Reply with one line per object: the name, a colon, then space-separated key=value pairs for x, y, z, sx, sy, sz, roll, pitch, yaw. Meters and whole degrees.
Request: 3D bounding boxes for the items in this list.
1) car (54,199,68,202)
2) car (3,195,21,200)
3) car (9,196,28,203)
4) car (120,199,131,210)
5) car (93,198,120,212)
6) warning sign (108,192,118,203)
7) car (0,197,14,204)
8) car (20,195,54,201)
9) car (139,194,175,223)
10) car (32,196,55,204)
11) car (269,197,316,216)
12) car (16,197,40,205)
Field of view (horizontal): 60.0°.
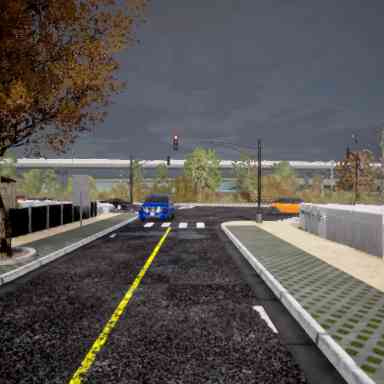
car: x=-21.014 y=1.808 z=53.445 sx=4.718 sy=1.301 sz=1.895 roll=-1 pitch=2 yaw=36
car: x=-32.137 y=1.528 z=61.605 sx=5.566 sy=2.045 sz=2.150 roll=-1 pitch=2 yaw=36
car: x=-39.011 y=1.583 z=74.626 sx=4.892 sy=1.490 sz=1.837 roll=-1 pitch=2 yaw=36
car: x=-10.415 y=1.593 z=45.739 sx=5.008 sy=1.535 sz=1.882 roll=-1 pitch=2 yaw=36
car: x=-11.897 y=1.747 z=42.796 sx=4.674 sy=1.442 sz=1.812 roll=0 pitch=2 yaw=38
warning sign: x=-14.285 y=0.993 z=60.228 sx=1.060 sy=1.860 sz=1.300 roll=2 pitch=1 yaw=36
car: x=-40.918 y=1.732 z=71.998 sx=5.357 sy=1.411 sz=2.033 roll=-1 pitch=2 yaw=36
car: x=-24.007 y=1.678 z=51.589 sx=4.553 sy=1.767 sz=2.097 roll=0 pitch=2 yaw=36
car: x=-2.634 y=1.218 z=26.231 sx=2.150 sy=2.045 sz=5.566 roll=0 pitch=0 yaw=3
car: x=-30.570 y=1.623 z=68.506 sx=4.902 sy=1.511 sz=2.128 roll=-1 pitch=2 yaw=36
car: x=9.666 y=1.292 z=31.152 sx=4.553 sy=1.767 sz=2.097 roll=0 pitch=2 yaw=36
car: x=-32.480 y=1.738 z=65.882 sx=4.902 sy=1.511 sz=2.128 roll=-1 pitch=2 yaw=36
